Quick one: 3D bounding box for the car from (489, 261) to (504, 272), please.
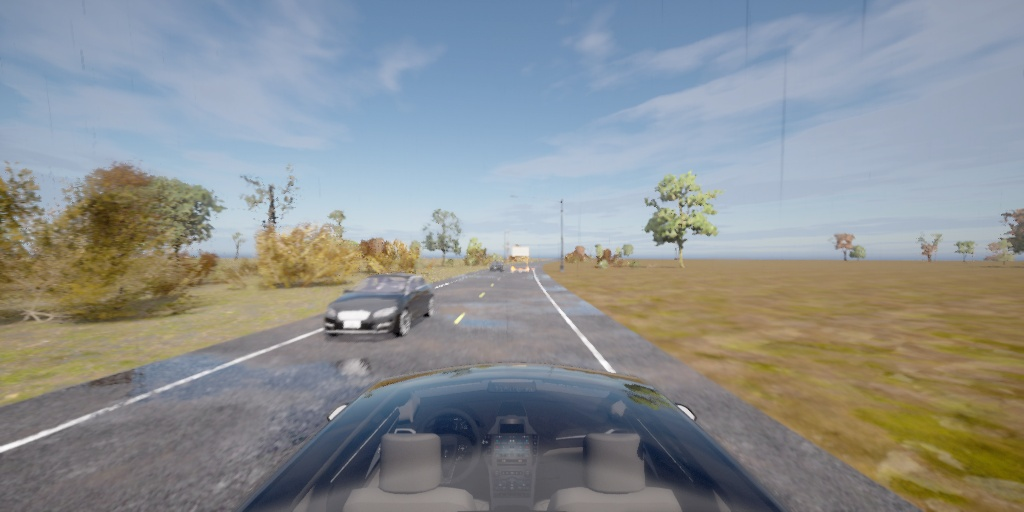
[{"bbox_3d":[-2.164,1.489,51.639,1.837,1.490,4.892,0,0,4],"label":"car"}]

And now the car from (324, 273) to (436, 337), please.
[{"bbox_3d":[-3.552,1.275,10.476,2.128,1.511,4.902,0,0,1],"label":"car"}]

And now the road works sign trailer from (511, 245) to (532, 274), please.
[{"bbox_3d":[1.075,0.431,46.289,2.380,3.560,2.880,0,0,3],"label":"road works sign trailer"}]
